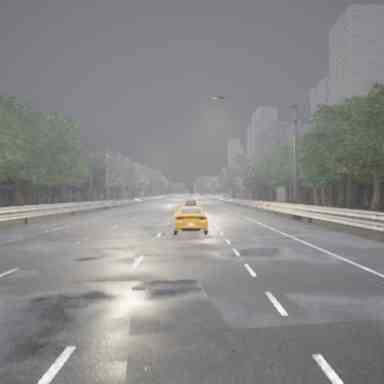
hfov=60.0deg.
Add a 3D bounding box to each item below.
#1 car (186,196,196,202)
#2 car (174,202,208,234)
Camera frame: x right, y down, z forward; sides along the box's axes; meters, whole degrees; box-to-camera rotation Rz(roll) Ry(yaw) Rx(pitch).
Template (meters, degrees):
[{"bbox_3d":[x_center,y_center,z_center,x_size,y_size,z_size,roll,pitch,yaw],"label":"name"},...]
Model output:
[{"bbox_3d":[-0.173,1.898,57.345,2.128,1.511,4.902,0,0,0],"label":"car"},{"bbox_3d":[-0.064,1.607,20.216,1.882,1.535,5.008,0,0,0],"label":"car"}]
